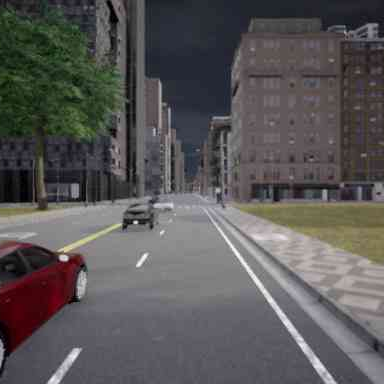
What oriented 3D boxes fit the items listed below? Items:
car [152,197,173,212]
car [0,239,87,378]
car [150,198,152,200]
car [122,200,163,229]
[{"bbox_3d":[-3.155,1.542,38.199,1.895,1.301,4.718,0,0,0],"label":"car"},{"bbox_3d":[-3.152,1.466,5.096,1.882,1.535,5.008,0,0,0],"label":"car"},{"bbox_3d":[-5.521,1.462,52.403,1.812,1.442,4.674,0,-1,-36],"label":"car"},{"bbox_3d":[-3.151,1.464,21.061,1.837,1.490,4.892,0,0,0],"label":"car"}]
